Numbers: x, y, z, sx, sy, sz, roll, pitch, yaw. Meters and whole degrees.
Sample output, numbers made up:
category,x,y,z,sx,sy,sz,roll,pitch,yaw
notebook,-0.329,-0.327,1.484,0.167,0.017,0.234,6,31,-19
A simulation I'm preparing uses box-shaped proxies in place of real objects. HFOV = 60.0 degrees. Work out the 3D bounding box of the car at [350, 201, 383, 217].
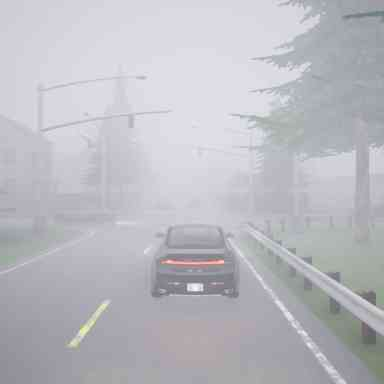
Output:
category,x,y,z,sx,sy,sz,roll,pitch,yaw
car,15.326,1.490,26.742,4.892,1.490,1.837,0,0,0

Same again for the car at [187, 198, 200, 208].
category,x,y,z,sx,sy,sz,roll,pitch,yaw
car,0.191,1.547,49.571,2.033,1.411,5.357,0,0,0

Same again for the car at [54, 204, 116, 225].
category,x,y,z,sx,sy,sz,roll,pitch,yaw
car,-7.572,1.552,23.674,4.181,1.385,1.994,0,0,-9

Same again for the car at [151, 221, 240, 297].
category,x,y,z,sx,sy,sz,roll,pitch,yaw
car,0.078,1.505,8.533,1.837,1.490,4.892,0,0,0

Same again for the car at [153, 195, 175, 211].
category,x,y,z,sx,sy,sz,roll,pitch,yaw
car,-3.525,1.505,41.726,1.837,1.490,4.892,0,0,0
